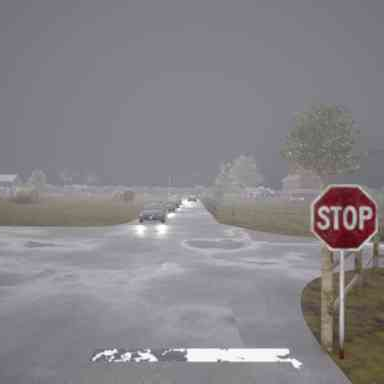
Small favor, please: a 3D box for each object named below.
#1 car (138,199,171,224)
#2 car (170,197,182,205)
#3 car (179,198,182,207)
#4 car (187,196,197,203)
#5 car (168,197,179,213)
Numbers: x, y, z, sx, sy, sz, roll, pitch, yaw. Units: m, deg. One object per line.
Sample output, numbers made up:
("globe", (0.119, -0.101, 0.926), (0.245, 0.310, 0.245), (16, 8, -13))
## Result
("car", (-2.827, 1.507, 25.095), (1.837, 1.490, 4.892), (0, 0, 0))
("car", (-2.730, 1.624, 58.756), (1.895, 1.301, 4.718), (0, 0, 0))
("car", (-2.795, 1.489, 48.139), (1.882, 1.535, 5.008), (0, 0, 0))
("car", (0.062, 1.515, 71.240), (1.882, 1.535, 5.008), (0, 0, 0))
("car", (-2.814, 1.568, 36.378), (1.994, 1.385, 4.181), (0, 0, 0))
